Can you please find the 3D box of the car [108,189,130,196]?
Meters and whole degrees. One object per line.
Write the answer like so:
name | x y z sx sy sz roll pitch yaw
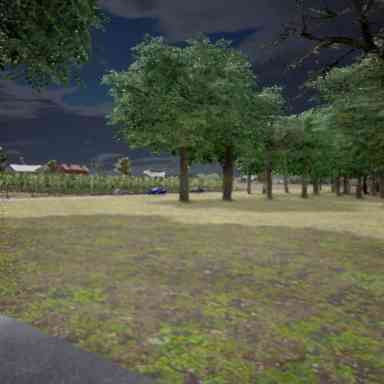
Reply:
car | -13.869 0.070 63.203 1.994 1.385 4.181 0 1 34

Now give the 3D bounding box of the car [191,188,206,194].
car | 1.514 -0.302 81.258 1.837 1.490 4.892 0 1 34

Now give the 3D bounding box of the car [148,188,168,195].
car | -7.000 -0.110 68.427 1.882 1.535 5.008 0 1 34
